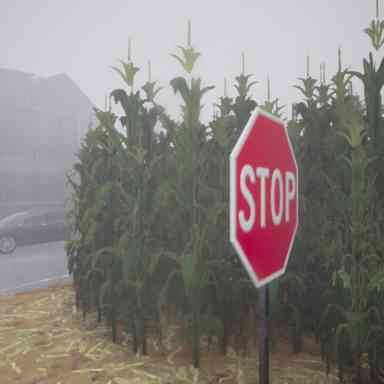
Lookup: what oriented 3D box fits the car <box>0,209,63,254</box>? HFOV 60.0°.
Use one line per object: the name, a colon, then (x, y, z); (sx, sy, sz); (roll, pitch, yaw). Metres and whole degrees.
car: (-6.532, 1.506, 13.708); (1.837, 1.490, 4.892); (0, 0, 36)
